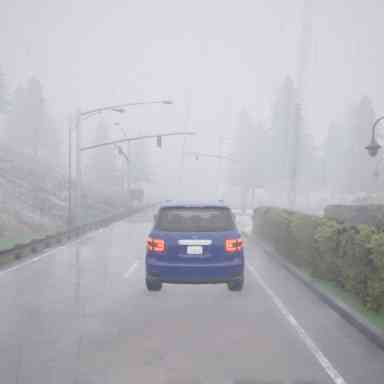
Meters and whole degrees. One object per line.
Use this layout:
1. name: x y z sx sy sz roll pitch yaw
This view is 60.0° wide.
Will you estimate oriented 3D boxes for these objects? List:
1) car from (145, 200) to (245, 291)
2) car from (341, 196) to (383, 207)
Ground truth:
1. car: 0.074 1.221 9.144 2.150 2.045 5.566 0 0 0
2. car: 16.131 1.378 30.761 5.566 2.045 2.150 -1 0 0
